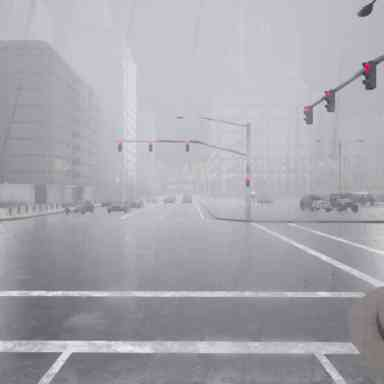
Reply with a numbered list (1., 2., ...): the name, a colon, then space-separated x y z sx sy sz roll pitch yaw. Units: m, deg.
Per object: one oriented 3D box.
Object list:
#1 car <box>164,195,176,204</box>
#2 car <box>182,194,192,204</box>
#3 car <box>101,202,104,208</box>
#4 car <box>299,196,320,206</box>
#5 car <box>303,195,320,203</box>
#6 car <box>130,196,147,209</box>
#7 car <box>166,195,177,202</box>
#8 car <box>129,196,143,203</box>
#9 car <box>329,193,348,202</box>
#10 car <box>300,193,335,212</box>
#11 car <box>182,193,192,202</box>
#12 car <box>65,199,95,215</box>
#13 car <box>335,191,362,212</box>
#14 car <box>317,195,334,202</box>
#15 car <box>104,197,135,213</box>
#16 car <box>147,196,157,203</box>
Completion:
1. car: -4.511 1.564 65.605 1.994 1.385 4.181 0 0 0
2. car: -1.011 1.601 65.703 1.895 1.301 4.718 0 0 0
3. car: -11.515 1.600 47.327 1.895 1.301 4.718 0 0 0
4. car: 18.763 1.395 53.190 1.970 1.475 3.806 0 0 0
5. car: 24.508 1.395 68.301 1.970 1.475 3.806 0 0 0
6. car: -8.008 1.354 46.043 2.097 1.767 4.553 0 0 0
7. car: -4.556 1.351 74.443 2.128 1.511 4.902 0 0 0
8. car: -11.526 1.547 68.671 2.033 1.411 5.357 0 0 0
9. car: 30.086 1.153 68.360 1.932 1.855 4.605 0 0 0
10. car: 13.191 1.153 35.769 1.932 1.855 4.605 0 0 0
11. car: -1.056 1.181 74.431 2.097 1.767 4.553 0 0 0
12. car: -11.450 1.491 34.182 2.128 1.511 4.902 0 0 0
13. car: 16.085 1.156 35.719 1.905 1.878 3.866 0 0 0
14. car: 27.403 1.364 68.305 1.784 1.438 3.905 0 0 0
15. car: -7.963 1.564 36.774 1.994 1.385 4.181 0 0 0
16. car: -8.036 1.492 66.675 2.128 1.511 4.902 0 0 0
